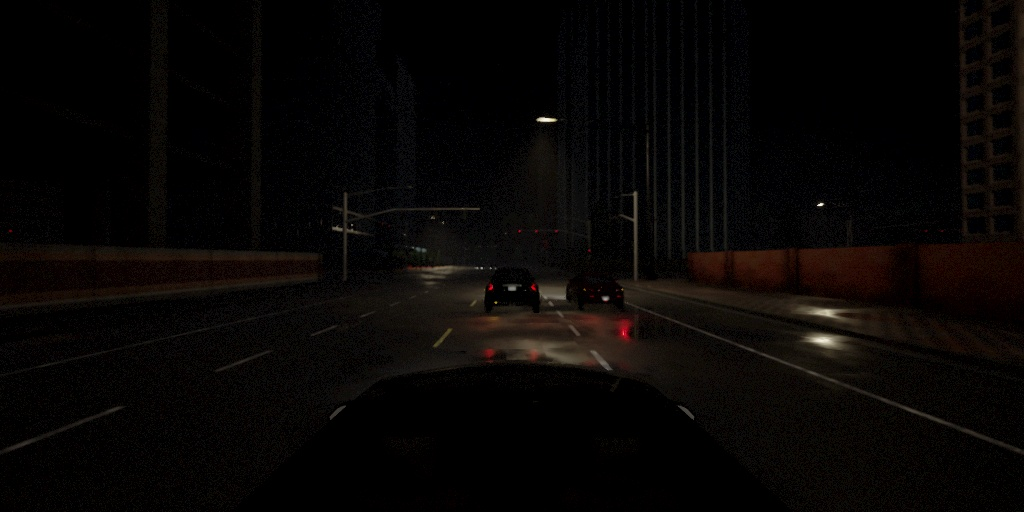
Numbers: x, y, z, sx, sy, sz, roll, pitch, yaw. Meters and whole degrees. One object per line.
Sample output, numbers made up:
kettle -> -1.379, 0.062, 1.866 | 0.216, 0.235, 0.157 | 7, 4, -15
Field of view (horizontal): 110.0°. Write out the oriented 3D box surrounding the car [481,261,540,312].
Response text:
car -> 0.026, 1.245, 15.261 | 2.097, 1.767, 4.553 | 0, -1, 1

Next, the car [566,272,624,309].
car -> 3.528, 1.424, 15.736 | 1.812, 1.442, 4.674 | 0, 0, 1
